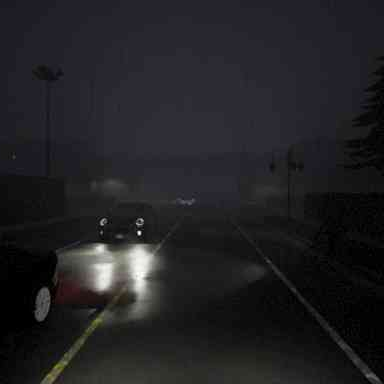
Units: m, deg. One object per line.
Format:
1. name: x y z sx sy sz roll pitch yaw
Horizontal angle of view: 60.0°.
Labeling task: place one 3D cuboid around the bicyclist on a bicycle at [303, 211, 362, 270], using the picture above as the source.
1. bicyclist on a bicycle: 3.887 1.340 9.364 1.656 1.620 0.582 -7 0 3

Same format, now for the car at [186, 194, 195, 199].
1. car: -0.363 1.224 87.414 1.895 1.301 4.718 0 0 3

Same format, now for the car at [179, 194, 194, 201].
1. car: -1.056 1.294 71.735 1.895 1.301 4.718 0 0 3

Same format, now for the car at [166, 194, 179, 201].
1. car: -4.551 1.173 71.919 1.882 1.535 5.008 0 0 3

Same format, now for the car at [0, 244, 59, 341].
1. car: -3.484 1.456 4.156 1.882 1.535 5.008 0 0 3

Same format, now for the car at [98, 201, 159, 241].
1. car: -2.925 1.278 16.154 2.097 1.767 4.553 0 0 3
